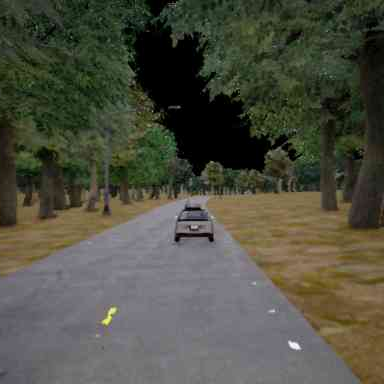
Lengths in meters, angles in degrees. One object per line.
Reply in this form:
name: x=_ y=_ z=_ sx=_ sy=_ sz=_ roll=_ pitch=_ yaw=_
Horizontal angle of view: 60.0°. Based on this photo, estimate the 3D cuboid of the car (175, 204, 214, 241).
car: x=0.103 y=1.559 z=16.786 sx=2.033 sy=1.411 sz=5.357 roll=0 pitch=0 yaw=0

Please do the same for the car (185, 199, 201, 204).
car: x=0.121 y=1.573 z=40.992 sx=1.994 sy=1.385 sz=4.181 roll=0 pitch=0 yaw=0
